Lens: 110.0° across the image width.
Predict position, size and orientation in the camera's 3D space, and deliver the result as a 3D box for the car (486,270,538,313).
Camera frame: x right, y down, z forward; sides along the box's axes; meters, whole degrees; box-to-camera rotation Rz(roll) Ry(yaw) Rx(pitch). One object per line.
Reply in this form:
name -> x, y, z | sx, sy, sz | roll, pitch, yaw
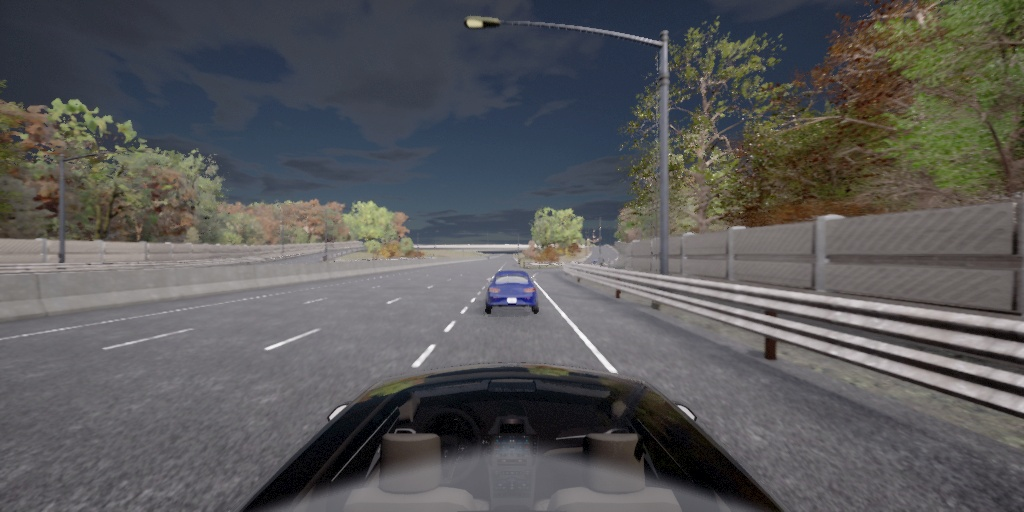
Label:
car -> -0.003, 1.272, 13.945 | 1.812, 1.442, 4.674 | 0, 0, 0
